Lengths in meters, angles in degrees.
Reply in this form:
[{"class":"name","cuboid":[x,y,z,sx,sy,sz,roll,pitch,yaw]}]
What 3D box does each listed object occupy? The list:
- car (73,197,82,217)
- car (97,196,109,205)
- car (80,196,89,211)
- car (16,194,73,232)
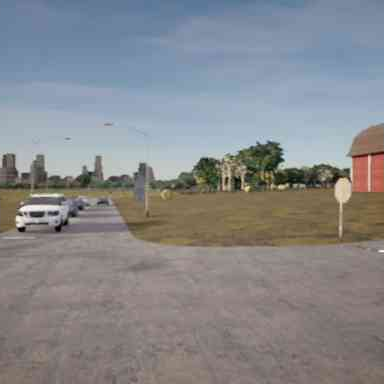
[{"class":"car","cuboid":[-11.057,1.397,29.157,1.812,1.442,4.674,0,0,-14]},{"class":"car","cuboid":[-14.896,1.402,55.802,2.033,1.411,5.357,0,0,-14]},{"class":"car","cuboid":[-13.501,1.398,38.679,2.033,1.411,5.357,0,0,-14]},{"class":"car","cuboid":[-8.611,1.124,19.667,2.150,2.045,5.566,0,0,-14]}]
